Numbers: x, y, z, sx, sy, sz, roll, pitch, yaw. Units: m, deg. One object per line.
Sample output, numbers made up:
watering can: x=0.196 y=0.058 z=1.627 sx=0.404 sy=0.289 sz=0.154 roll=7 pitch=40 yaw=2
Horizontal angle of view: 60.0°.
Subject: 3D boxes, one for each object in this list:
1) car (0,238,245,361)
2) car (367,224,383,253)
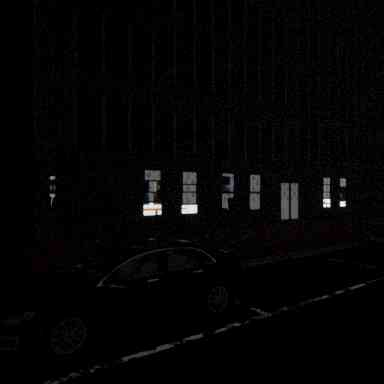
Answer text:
car: x=-1.019 y=1.551 z=5.835 sx=4.403 sy=1.369 sz=2.008 roll=0 pitch=0 yaw=-36
car: x=8.246 y=1.581 z=12.451 sx=4.206 sy=1.307 sz=1.802 roll=0 pitch=0 yaw=-36
